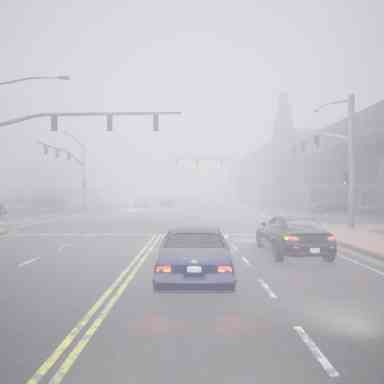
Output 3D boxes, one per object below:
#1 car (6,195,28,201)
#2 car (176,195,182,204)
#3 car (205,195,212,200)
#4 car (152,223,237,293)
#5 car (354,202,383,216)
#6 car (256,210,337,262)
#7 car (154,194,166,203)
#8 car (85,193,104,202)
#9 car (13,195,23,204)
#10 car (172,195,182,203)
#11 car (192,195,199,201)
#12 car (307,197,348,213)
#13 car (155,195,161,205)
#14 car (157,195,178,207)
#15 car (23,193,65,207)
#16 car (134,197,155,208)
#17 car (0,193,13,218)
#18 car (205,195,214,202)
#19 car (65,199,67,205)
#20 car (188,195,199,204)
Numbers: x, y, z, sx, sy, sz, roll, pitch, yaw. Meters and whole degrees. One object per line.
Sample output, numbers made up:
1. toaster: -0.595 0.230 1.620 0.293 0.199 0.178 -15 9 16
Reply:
1. car: -38.895 1.364 73.795 3.905 1.438 1.784 0 0 0
2. car: -3.431 1.564 60.943 1.994 1.385 4.181 0 0 2
3. car: 4.359 1.469 88.527 1.994 1.385 4.181 0 0 2
4. car: 0.060 1.547 8.963 2.033 1.411 5.357 0 0 0
5. car: 18.263 1.601 31.706 4.718 1.301 1.895 0 0 0
6. car: 3.566 1.526 11.954 1.812 1.442 4.674 0 0 0
7. car: -6.636 1.355 69.782 2.097 1.767 4.553 0 0 2
8. car: -21.440 1.156 70.909 3.866 1.878 1.905 0 0 0
9. car: -38.960 1.153 70.899 4.605 1.855 1.932 0 0 0
10. car: -3.097 1.500 71.232 1.837 1.490 4.892 0 0 2
11. car: 0.860 1.524 88.613 1.812 1.442 4.674 0 0 2
12. car: 14.670 1.352 35.220 4.553 1.767 2.097 0 0 0
13. car: -7.029 1.564 57.818 1.994 1.385 4.181 0 0 1
14. car: -3.687 1.601 50.885 1.895 1.301 4.718 0 0 1
15. car: -21.471 1.153 48.391 4.605 1.855 1.932 0 0 0
16. car: -7.226 1.491 48.793 2.128 1.511 4.902 0 0 1
17. car: -18.243 1.221 27.277 5.566 2.045 2.150 0 0 -1
18. car: 4.102 1.549 78.736 1.994 1.385 4.181 0 0 2
19. car: -21.415 1.156 51.285 3.866 1.878 1.905 0 0 0
20. car: 0.285 1.477 62.707 1.882 1.535 5.008 0 0 1
